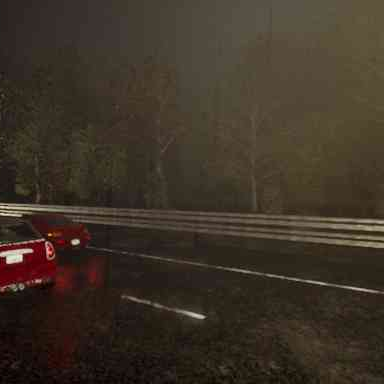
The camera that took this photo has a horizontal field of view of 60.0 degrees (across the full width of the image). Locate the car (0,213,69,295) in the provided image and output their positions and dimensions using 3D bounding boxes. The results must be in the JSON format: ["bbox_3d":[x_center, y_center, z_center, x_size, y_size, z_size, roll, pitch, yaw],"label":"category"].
[{"bbox_3d":[-5.229,1.349,7.844,4.553,1.767,2.097,0,0,36],"label":"car"}]

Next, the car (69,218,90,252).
[{"bbox_3d":[-5.788,1.517,12.590,4.674,1.442,1.812,0,0,36],"label":"car"}]
